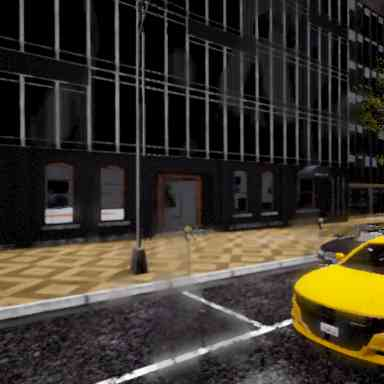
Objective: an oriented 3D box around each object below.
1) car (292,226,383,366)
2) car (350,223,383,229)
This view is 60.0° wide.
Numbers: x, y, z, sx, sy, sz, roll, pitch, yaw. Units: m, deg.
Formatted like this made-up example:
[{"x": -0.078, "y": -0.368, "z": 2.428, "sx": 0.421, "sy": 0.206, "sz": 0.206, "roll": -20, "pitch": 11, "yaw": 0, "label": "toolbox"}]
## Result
[{"x": 3.827, "y": 1.533, "z": 5.773, "sx": 5.008, "sy": 1.535, "sz": 1.882, "roll": 1, "pitch": 0, "yaw": -35, "label": "car"}, {"x": 5.589, "y": 1.641, "z": 10.097, "sx": 4.403, "sy": 1.369, "sz": 2.008, "roll": 1, "pitch": -1, "yaw": -35, "label": "car"}]
